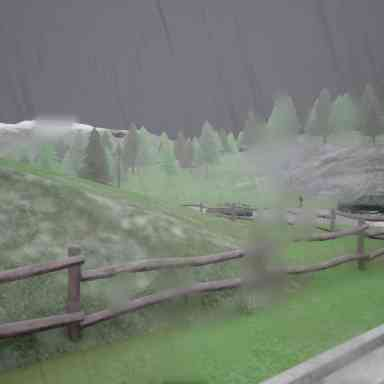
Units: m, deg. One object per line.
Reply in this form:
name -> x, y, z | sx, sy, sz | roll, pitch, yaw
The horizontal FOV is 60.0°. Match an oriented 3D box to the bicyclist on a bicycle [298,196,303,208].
bicyclist on a bicycle -> 14.321, 1.302, 43.832 | 0.582, 1.620, 1.656 | 0, 0, 34

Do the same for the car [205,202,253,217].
car -> 3.258, 1.564, 29.474 | 4.181, 1.385, 1.994 | 0, 0, 32

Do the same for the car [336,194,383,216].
car -> 15.723, 1.223, 29.255 | 5.566, 2.045, 2.150 | 0, 0, 38
